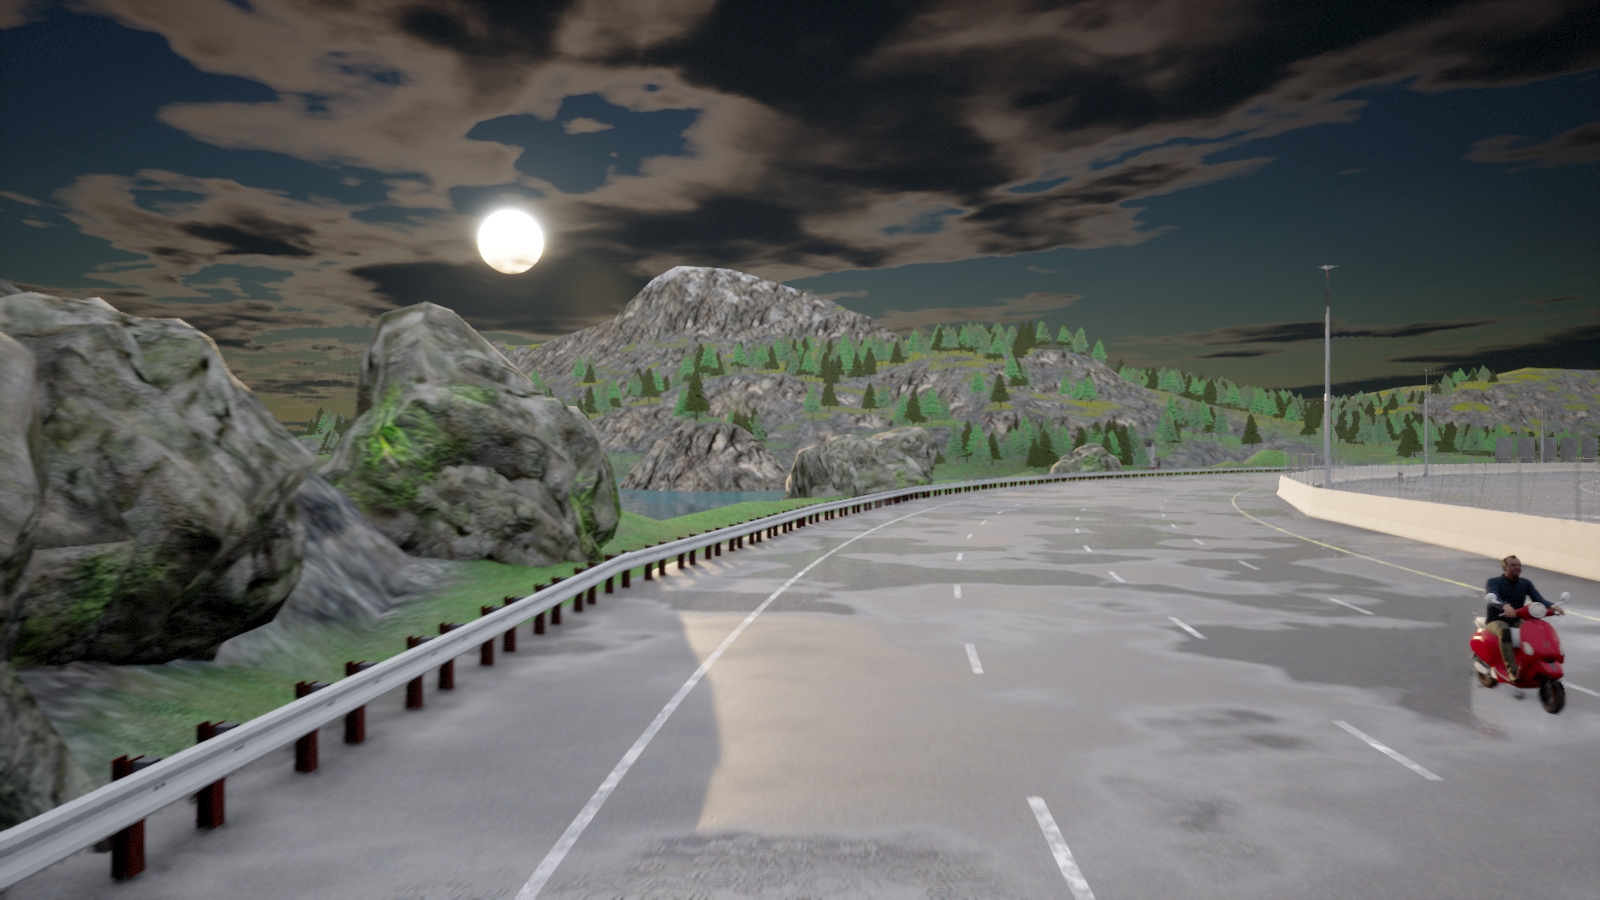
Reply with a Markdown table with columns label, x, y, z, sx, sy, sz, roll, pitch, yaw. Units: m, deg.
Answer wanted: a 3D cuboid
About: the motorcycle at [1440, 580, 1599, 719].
| label | x | y | z | sx | sy | sz | roll | pitch | yaw |
| --- | --- | --- | --- | --- | --- | --- | --- | --- | --- |
| motorcycle | 8.081 | 2.191 | 12.867 | 0.856 | 1.236 | 1.805 | 0 | 0 | 5 |
